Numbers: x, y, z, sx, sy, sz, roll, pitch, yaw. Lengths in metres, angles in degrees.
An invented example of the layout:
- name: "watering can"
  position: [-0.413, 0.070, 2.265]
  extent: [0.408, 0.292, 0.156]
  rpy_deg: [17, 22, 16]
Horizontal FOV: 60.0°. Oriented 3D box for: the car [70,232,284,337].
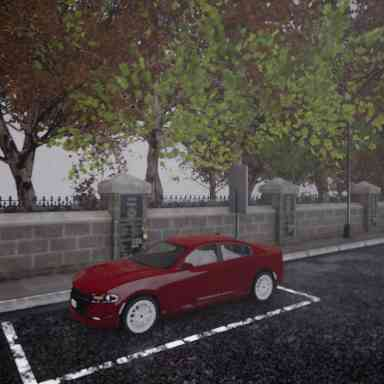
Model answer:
- name: "car"
  position: [-0.077, 1.547, 6.663]
  extent: [4.507, 1.381, 1.887]
  rpy_deg: [0, 0, -36]
